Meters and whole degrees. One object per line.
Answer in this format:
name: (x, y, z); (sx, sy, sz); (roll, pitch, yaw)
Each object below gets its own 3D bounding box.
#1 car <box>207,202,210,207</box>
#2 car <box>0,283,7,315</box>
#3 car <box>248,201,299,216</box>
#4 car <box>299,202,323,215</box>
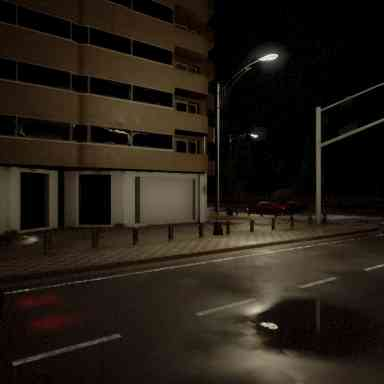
car: (0.671, 1.581, 49.662); (1.812, 1.442, 4.674); (0, 0, -36)
car: (-5.524, 1.547, 4.336); (5.357, 1.411, 2.033); (0, 0, -36)
car: (7.970, 1.656, 33.548); (1.895, 1.301, 4.718); (0, 0, -36)
car: (11.271, 1.656, 34.957); (1.895, 1.301, 4.718); (0, 0, -36)
